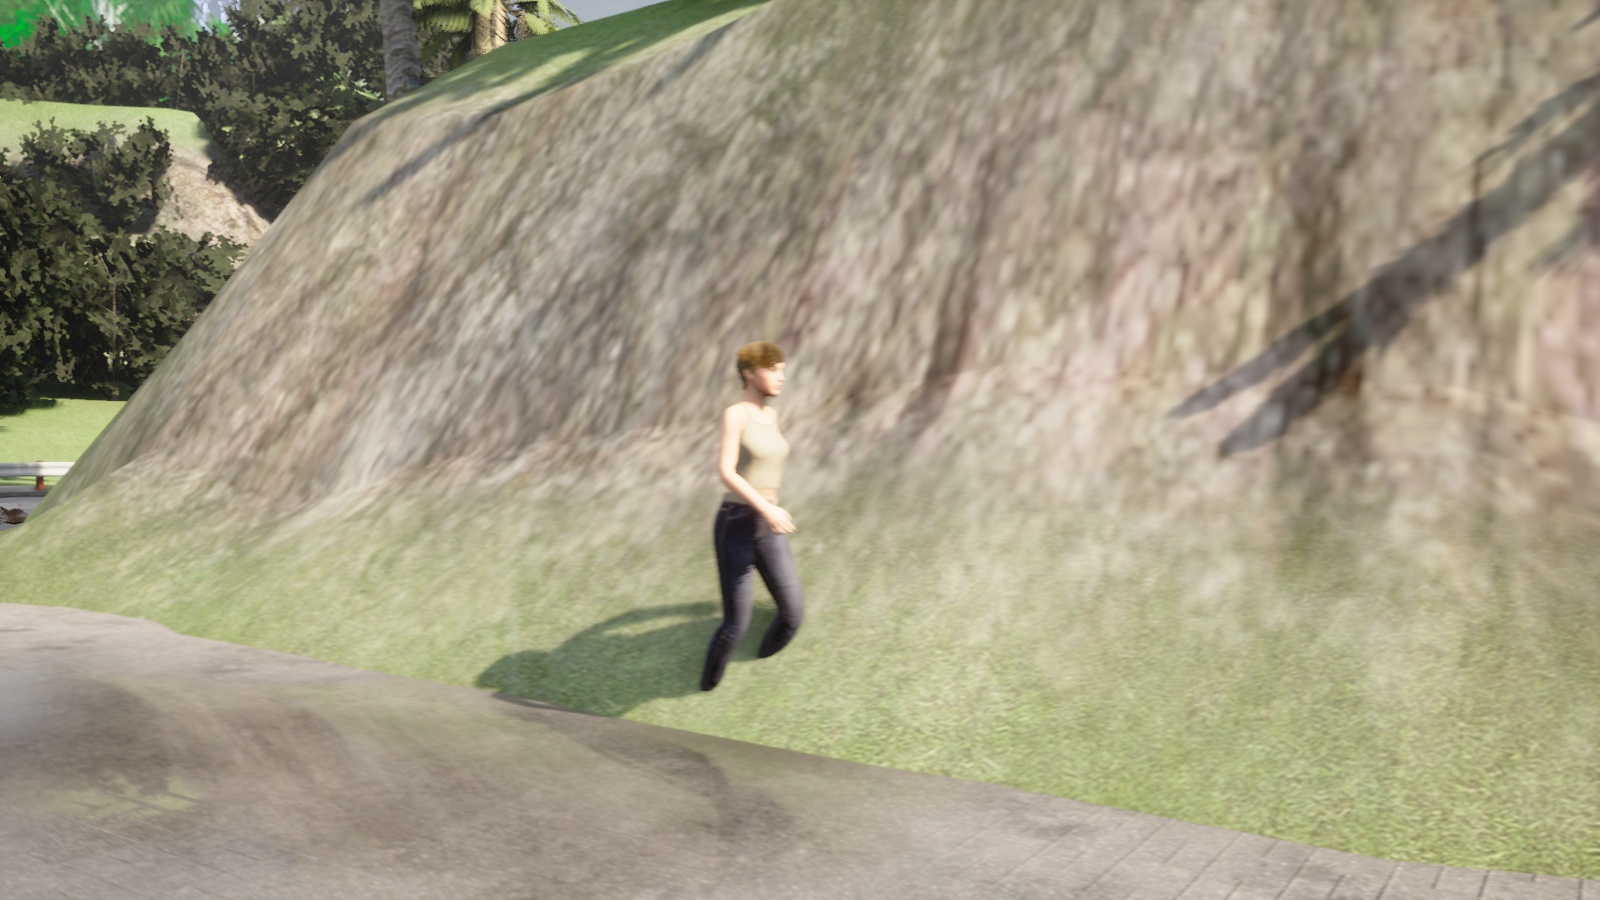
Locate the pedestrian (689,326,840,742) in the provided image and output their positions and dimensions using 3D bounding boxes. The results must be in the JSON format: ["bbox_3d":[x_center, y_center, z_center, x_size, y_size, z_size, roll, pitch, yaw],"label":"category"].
[{"bbox_3d":[-0.165,0.369,5.839,0.594,1.836,0.345,0,1,34],"label":"pedestrian"}]
